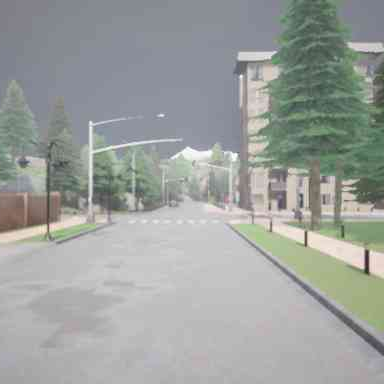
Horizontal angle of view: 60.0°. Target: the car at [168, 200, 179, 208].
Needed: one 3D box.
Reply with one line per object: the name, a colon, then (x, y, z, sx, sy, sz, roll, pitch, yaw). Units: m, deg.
car: (-3.591, 2.332, 65.286, 1.812, 1.442, 4.674, 0, -1, 1)
